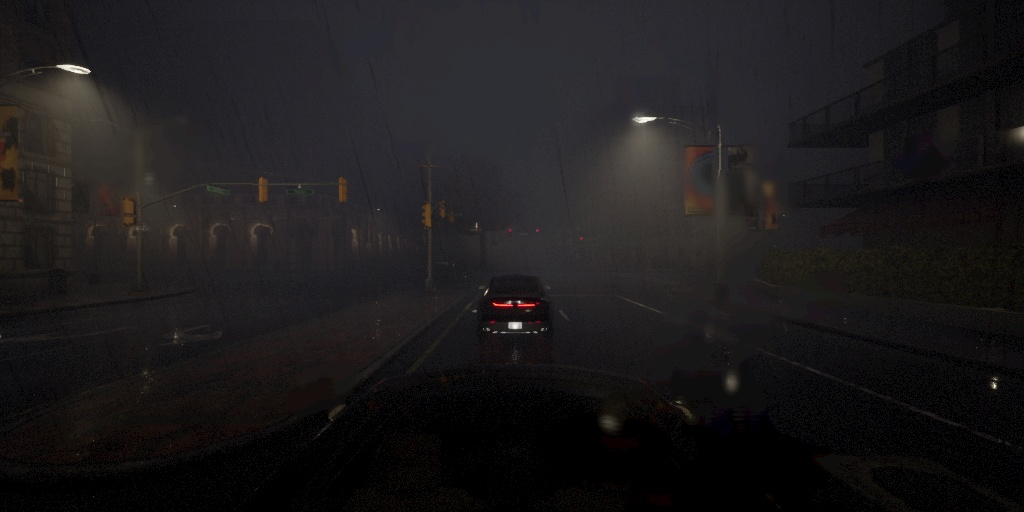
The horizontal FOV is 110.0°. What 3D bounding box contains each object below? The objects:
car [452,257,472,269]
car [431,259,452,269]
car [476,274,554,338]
[{"bbox_3d":[-8.040,1.276,58.371,1.812,1.442,4.674,0,0,0],"label":"car"},{"bbox_3d":[-11.530,1.276,58.597,1.812,1.442,4.674,0,0,0],"label":"car"},{"bbox_3d":[0.079,1.255,10.174,1.837,1.490,4.892,0,0,0],"label":"car"}]
